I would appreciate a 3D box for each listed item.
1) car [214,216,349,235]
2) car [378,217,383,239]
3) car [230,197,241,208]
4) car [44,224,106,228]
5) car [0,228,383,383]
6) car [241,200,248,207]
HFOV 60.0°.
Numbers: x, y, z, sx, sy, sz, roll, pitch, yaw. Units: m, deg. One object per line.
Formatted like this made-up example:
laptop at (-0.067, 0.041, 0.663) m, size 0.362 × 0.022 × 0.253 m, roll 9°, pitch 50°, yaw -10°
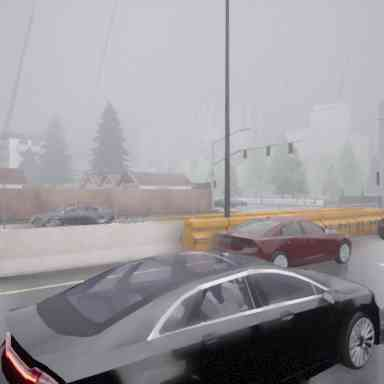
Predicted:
car at (2.894, 1.475, 10.129) m, size 5.008 × 1.535 × 1.882 m, roll 0°, pitch 0°, yaw -36°
car at (10.606, 1.498, 15.659) m, size 4.892 × 1.490 × 1.837 m, roll 0°, pitch 0°, yaw -36°
car at (4.410, 1.552, 46.536) m, size 1.994 × 1.385 × 4.181 m, roll 0°, pitch 0°, yaw -33°
car at (-7.185, 1.490, 20.367) m, size 4.902 × 1.511 × 2.128 m, roll 0°, pitch 0°, yaw -35°
car at (0.420, 1.491, 4.054) m, size 4.902 × 1.511 × 2.128 m, roll 0°, pitch 0°, yaw -36°
car at (6.083, 1.535, 50.353) m, size 2.033 × 1.411 × 5.357 m, roll 0°, pitch 0°, yaw -34°
